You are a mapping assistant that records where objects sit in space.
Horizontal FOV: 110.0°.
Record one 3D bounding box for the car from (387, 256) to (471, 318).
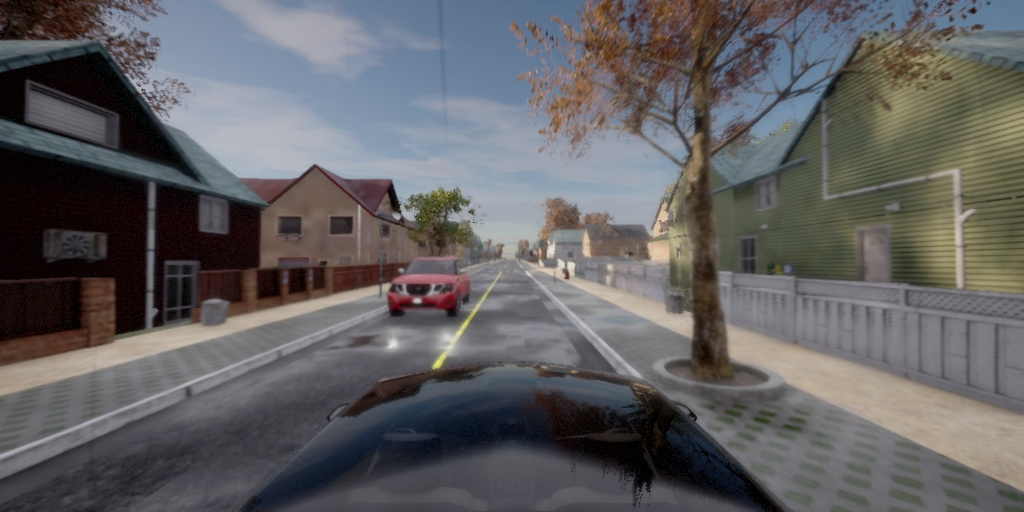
[{"bbox_3d":[-2.850,1.009,13.598,2.150,2.045,5.566,0,0,0],"label":"car"}]
